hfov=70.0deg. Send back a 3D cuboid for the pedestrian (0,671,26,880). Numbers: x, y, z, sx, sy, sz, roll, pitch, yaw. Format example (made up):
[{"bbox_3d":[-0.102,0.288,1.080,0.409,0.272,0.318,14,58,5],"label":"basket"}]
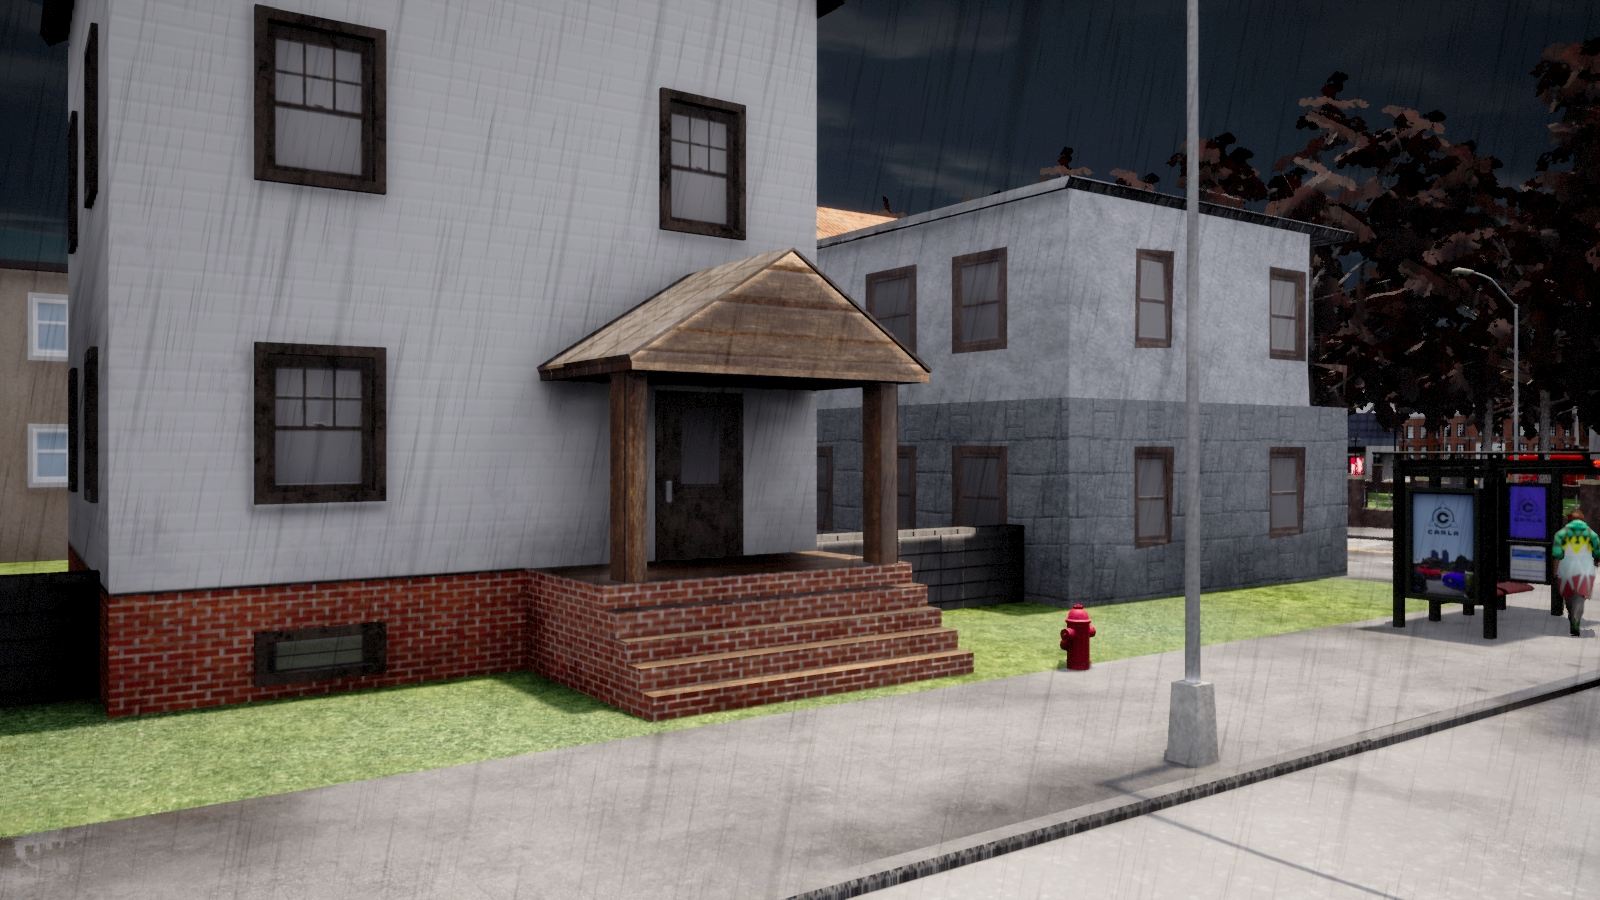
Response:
[{"bbox_3d":[-4.843,1.902,6.654,0.500,1.100,0.500,0,0,-28],"label":"pedestrian"}]

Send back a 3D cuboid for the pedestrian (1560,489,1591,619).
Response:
[{"bbox_3d":[11.405,1.518,16.798,0.375,1.860,0.375,0,0,34],"label":"pedestrian"}]
